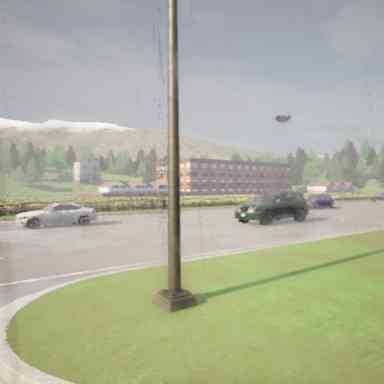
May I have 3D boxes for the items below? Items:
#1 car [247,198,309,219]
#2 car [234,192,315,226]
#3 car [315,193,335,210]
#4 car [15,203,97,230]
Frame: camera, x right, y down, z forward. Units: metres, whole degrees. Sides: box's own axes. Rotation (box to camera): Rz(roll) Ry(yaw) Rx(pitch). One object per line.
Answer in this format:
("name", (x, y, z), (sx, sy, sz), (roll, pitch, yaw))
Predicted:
("car", (7.138, 1.270, 27.404), (5.357, 1.411, 2.033), (-1, 1, -36))
("car", (5.293, 1.003, 21.709), (5.566, 2.045, 2.150), (-1, 1, -36))
("car", (13.654, 0.961, 36.490), (4.553, 1.767, 2.097), (-1, 1, -36))
("car", (-8.232, 1.396, 20.473), (4.674, 1.442, 1.812), (-1, 1, -36))
